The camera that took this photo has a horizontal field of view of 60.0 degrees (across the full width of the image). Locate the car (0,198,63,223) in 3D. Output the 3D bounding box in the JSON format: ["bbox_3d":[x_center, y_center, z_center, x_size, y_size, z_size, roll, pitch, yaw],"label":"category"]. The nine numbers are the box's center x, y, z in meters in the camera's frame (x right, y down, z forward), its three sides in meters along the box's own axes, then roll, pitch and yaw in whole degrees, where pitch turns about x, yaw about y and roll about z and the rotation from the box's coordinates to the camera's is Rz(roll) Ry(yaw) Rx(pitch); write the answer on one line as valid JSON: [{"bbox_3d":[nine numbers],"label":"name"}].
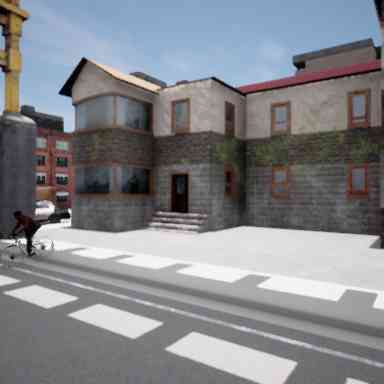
[{"bbox_3d":[-12.074,1.327,25.491,2.038,1.542,4.974,0,0,5],"label":"car"}]

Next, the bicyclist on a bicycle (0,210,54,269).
[{"bbox_3d":[-4.902,1.322,9.839,0.582,1.620,1.656,0,9,35],"label":"bicyclist on a bicycle"}]

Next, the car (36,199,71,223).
[{"bbox_3d":[-10.697,1.185,22.026,4.536,1.218,1.853,0,0,-25],"label":"car"}]

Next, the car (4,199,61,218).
[{"bbox_3d":[-12.070,1.169,25.542,1.853,1.218,4.536,0,0,5],"label":"car"}]
